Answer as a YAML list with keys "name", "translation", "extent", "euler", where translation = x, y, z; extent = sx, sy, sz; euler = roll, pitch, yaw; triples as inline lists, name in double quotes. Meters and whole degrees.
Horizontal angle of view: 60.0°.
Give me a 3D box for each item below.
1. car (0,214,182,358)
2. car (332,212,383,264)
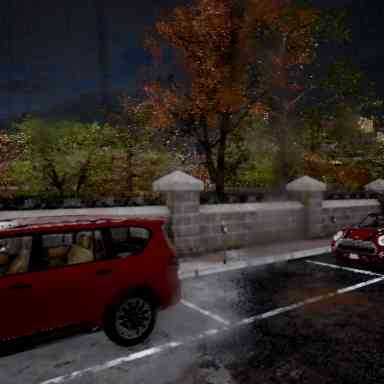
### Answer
- name: "car"
  translation: [-2.484, 1.314, 4.792]
  extent: [5.009, 1.841, 2.192]
  euler: [0, 0, -36]
- name: "car"
  translation: [6.527, 1.423, 11.223]
  extent: [4.097, 1.590, 1.967]
  euler: [0, 0, -36]
